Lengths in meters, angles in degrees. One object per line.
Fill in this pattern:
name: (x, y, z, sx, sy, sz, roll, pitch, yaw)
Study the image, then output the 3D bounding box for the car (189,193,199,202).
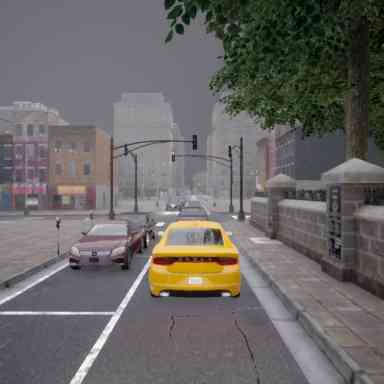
car: (0.395, 1.508, 66.876, 1.812, 1.442, 4.674, 0, 0, 0)

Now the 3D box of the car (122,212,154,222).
car: (-2.614, 1.565, 14.668, 1.947, 1.339, 4.313, 0, 0, 0)

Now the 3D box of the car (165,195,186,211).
car: (-2.222, 1.482, 41.666, 2.128, 1.511, 4.902, 0, 0, 0)

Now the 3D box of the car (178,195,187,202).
car: (-2.101, 1.471, 74.363, 1.837, 1.490, 4.892, 0, 0, 0)

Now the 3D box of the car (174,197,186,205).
car: (-2.175, 1.586, 61.662, 1.895, 1.301, 4.718, 0, 0, 0)

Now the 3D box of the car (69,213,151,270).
car: (-2.620, 1.581, 11.005, 1.802, 1.307, 4.206, 0, 0, 0)

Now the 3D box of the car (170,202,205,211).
car: (0.034, 1.546, 19.088, 2.033, 1.411, 5.357, 0, 0, 0)

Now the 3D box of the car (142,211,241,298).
car: (0.080, 1.477, 8.598, 1.882, 1.535, 5.008, 0, 0, 0)
